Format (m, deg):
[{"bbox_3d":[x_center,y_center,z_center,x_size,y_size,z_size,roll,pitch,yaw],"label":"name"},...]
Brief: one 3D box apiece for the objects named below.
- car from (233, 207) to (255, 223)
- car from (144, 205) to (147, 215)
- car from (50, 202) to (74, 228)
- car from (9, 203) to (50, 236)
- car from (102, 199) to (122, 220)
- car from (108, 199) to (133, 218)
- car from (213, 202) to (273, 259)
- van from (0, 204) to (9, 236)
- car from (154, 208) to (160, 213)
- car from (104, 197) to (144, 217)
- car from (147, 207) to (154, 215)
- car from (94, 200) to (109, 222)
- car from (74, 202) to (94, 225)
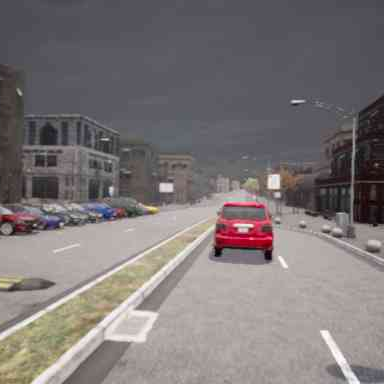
[{"bbox_3d":[5.358,2.280,34.120,2.033,1.411,5.357,2,-2,9],"label":"car"},{"bbox_3d":[-7.744,1.743,36.705,4.553,1.767,2.185,2,-1,8],"label":"car"},{"bbox_3d":[-10.172,1.469,20.350,4.792,1.488,2.163,2,-1,8],"label":"car"},{"bbox_3d":[-10.610,1.380,17.630,5.008,1.535,2.097,2,-1,8],"label":"car"},{"bbox_3d":[-8.984,1.637,28.531,5.008,1.535,2.097,2,-1,8],"label":"car"},{"bbox_3d":[-8.590,1.710,31.258,5.008,1.535,2.097,2,-1,8],"label":"car"},{"bbox_3d":[2.163,1.444,13.981,2.150,2.045,5.566,2,-1,9],"label":"car"},{"bbox_3d":[-11.097,1.098,15.044,4.442,1.987,1.878,2,-1,8],"label":"van"},{"bbox_3d":[-6.789,2.042,42.130,5.366,1.575,1.946,2,-2,8],"label":"car"},{"bbox_3d":[-8.203,1.536,33.993,5.566,2.045,2.435,2,-1,8],"label":"car"},{"bbox_3d":[-7.381,1.992,39.431,4.674,1.452,2.002,2,-1,8],"label":"car"},{"bbox_3d":[-9.398,1.568,25.807,4.892,1.521,2.231,2,-1,8],"label":"car"},{"bbox_3d":[-9.803,1.502,23.081,4.892,1.521,2.231,2,-1,8],"label":"car"}]
